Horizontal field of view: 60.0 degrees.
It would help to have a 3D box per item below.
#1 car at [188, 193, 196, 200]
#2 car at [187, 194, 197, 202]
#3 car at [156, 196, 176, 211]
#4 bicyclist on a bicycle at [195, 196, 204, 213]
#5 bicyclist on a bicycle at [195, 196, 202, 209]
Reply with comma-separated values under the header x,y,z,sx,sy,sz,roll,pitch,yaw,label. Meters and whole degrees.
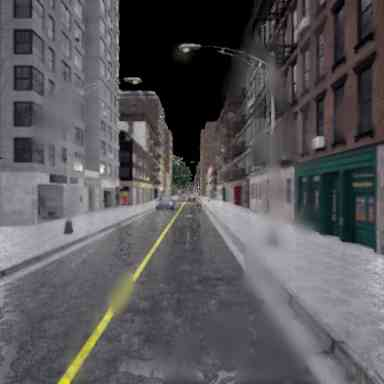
x,y,z,sx,sy,sz,roll,pitch,yaw,label
-0.017,1.232,87.540,2.097,1.767,4.553,0,0,0,car
-0.013,1.436,72.026,1.812,1.442,4.674,0,0,0,car
-3.088,1.299,39.498,2.097,1.767,4.553,0,0,0,car
0.815,1.391,34.775,0.866,1.612,1.509,0,-1,0,bicyclist on a bicycle
0.807,1.381,43.582,0.866,1.612,1.509,0,-1,0,bicyclist on a bicycle
